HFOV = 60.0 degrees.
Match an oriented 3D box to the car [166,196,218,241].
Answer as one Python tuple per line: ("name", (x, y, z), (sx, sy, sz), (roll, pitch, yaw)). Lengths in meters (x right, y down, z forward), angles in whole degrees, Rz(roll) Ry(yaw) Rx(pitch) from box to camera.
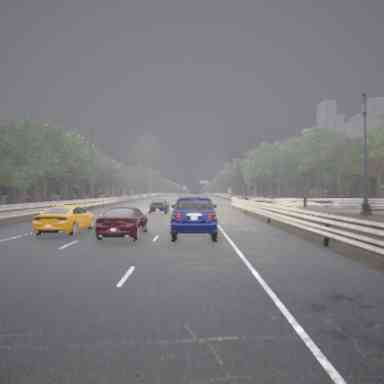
("car", (0.107, 1.223, 16.931), (2.150, 2.045, 5.566), (0, 0, 0))

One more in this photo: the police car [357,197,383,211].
("police car", (18.843, 1.218, 32.616), (2.038, 1.542, 4.974), (1, -1, -31))

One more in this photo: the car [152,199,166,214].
("car", (-3.408, 1.495, 35.245), (1.837, 1.490, 4.892), (0, 0, 0))

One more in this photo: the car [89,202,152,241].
("car", (-3.403, 1.479, 16.828), (1.882, 1.535, 5.008), (0, 0, 0))

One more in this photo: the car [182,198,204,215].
("car", (0.090, 1.481, 35.139), (2.128, 1.511, 4.902), (0, 0, 0))

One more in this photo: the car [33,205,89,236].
("car", (-6.904, 1.480, 18.406), (1.882, 1.535, 5.008), (0, 0, 0))
